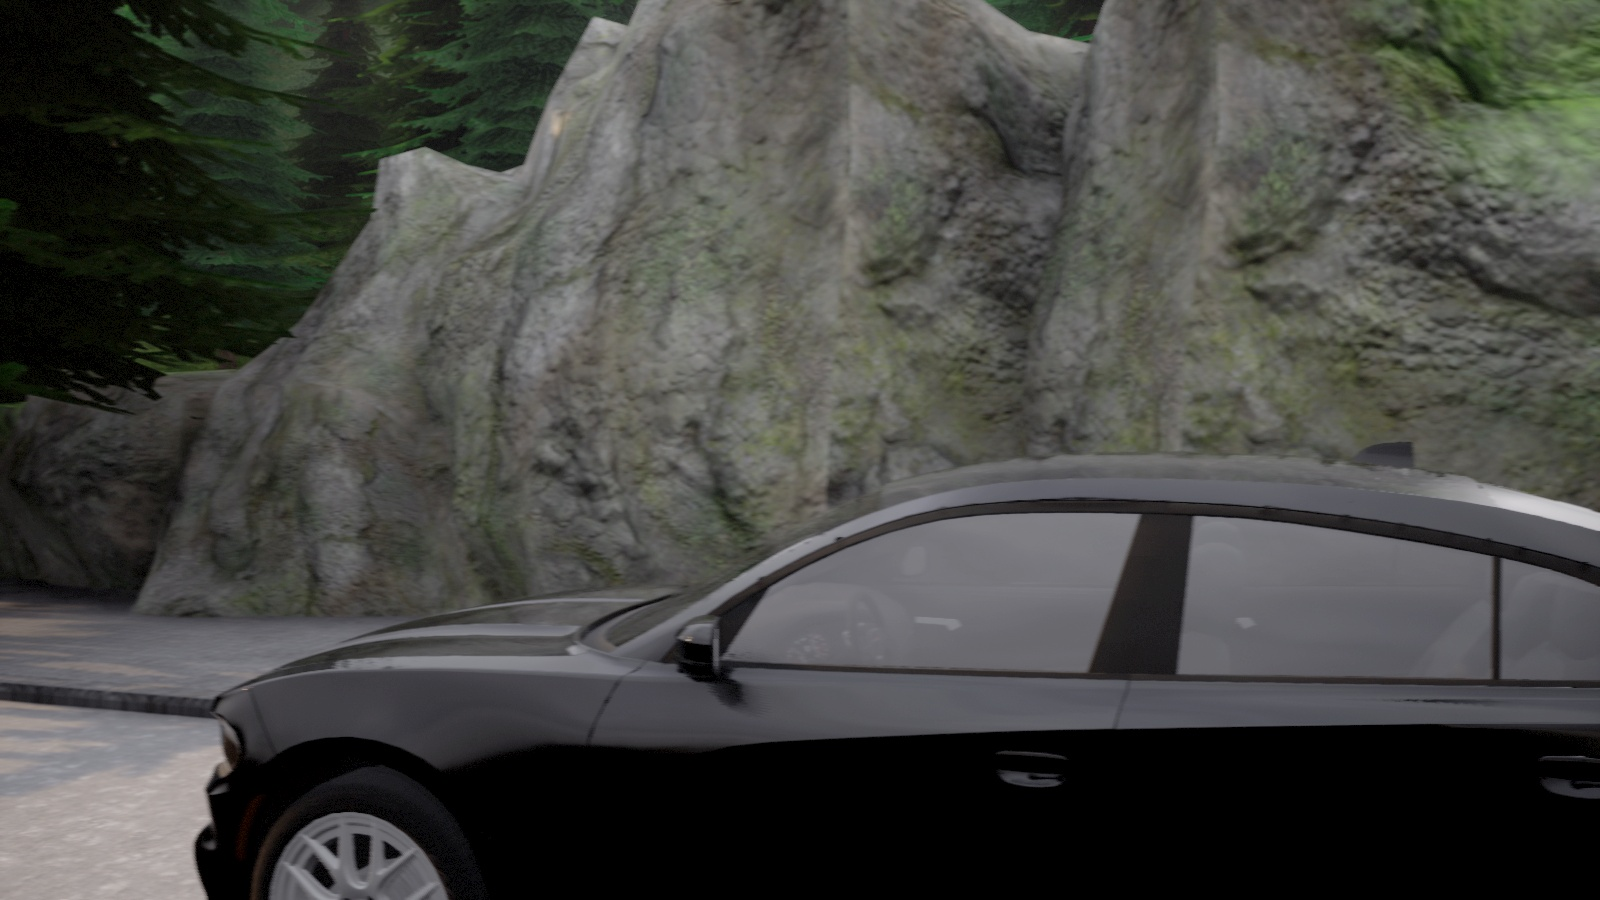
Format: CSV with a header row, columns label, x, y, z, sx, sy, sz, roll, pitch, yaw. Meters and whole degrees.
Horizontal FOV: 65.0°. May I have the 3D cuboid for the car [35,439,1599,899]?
label,x,y,z,sx,sy,sz,roll,pitch,yaw
car,0.589,0.750,3.523,5.008,1.535,1.882,0,1,19
